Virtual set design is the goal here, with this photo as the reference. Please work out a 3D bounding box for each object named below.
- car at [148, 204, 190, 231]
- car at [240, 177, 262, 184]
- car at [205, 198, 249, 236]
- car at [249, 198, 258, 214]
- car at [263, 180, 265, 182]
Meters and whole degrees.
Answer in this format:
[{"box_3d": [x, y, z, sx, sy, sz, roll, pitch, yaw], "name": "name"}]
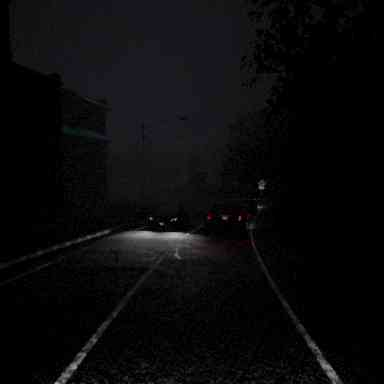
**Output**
[{"box_3d": [-1.269, 1.484, 20.596, 1.812, 1.442, 4.674, 1, 0, 10], "name": "car"}, {"box_3d": [14.210, -2.732, 81.945, 4.892, 1.490, 1.837, 1, 6, 13], "name": "car"}, {"box_3d": [2.013, 1.372, 19.074, 2.097, 1.767, 4.553, 1, 0, 10], "name": "car"}, {"box_3d": [5.906, 1.388, 35.671, 2.128, 1.511, 4.902, 2, 3, 19], "name": "car"}, {"box_3d": [16.045, -2.974, 84.791, 4.902, 1.511, 2.128, 2, 6, 18], "name": "car"}]
